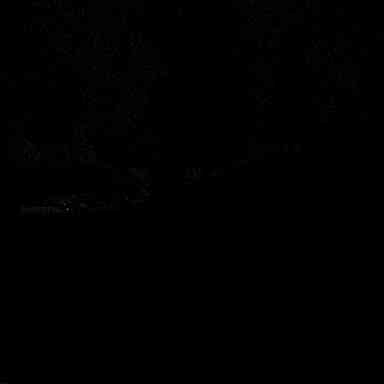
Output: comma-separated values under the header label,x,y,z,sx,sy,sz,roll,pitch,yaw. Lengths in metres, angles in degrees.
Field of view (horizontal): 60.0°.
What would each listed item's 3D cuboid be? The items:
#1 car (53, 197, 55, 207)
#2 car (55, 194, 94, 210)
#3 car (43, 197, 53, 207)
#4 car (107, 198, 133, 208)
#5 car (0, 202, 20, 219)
label,x,y,z,sx,sy,sz,roll,pitch,yaw
car,-17.541,1.478,48.617,1.882,1.535,5.008,0,0,14
car,-15.109,1.224,43.899,2.150,2.045,5.566,0,0,14
car,-20.617,1.508,50.744,1.837,1.490,4.892,0,-1,14
car,-10.384,1.548,48.384,2.033,1.411,5.357,0,0,14
car,-15.829,1.478,26.080,1.882,1.535,5.008,0,0,14
